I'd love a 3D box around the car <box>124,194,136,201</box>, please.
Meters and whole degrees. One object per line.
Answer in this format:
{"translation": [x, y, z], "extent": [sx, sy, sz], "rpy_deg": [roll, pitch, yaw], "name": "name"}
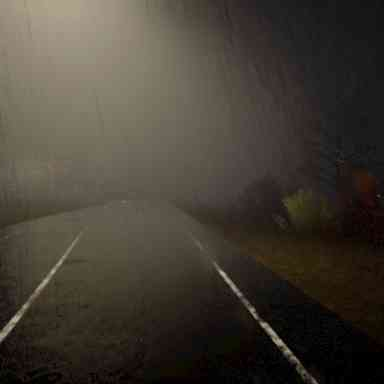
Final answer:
{"translation": [-15.830, 1.418, 83.230], "extent": [2.150, 2.045, 5.566], "rpy_deg": [0, 0, -6], "name": "car"}
